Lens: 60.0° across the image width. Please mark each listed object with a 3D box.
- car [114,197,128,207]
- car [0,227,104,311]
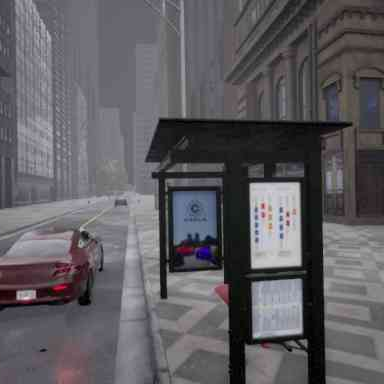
[{"bbox_3d":[-10.987,1.494,51.500,1.882,1.535,5.008,-1,0,-10],"label":"car"},{"bbox_3d":[-3.150,1.535,7.759,1.812,1.442,4.674,-1,0,-10],"label":"car"}]
